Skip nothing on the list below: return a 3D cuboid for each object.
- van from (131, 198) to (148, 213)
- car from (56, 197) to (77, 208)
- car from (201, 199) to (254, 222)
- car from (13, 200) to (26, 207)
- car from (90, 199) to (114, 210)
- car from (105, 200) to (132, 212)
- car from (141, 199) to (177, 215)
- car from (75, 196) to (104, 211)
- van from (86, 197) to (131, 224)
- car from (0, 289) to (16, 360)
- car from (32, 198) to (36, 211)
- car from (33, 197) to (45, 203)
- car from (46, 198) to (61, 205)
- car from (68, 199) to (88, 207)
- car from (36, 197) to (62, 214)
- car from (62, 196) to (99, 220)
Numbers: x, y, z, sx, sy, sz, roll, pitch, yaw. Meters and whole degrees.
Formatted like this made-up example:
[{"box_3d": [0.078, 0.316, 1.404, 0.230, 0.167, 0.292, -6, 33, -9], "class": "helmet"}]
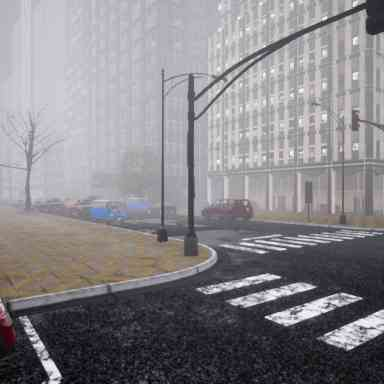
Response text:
[{"box_3d": [-6.676, 1.590, 40.550, 1.690, 1.788, 3.998, 0, 0, -36], "class": "van"}, {"box_3d": [-20.795, 1.725, 55.187, 2.097, 1.767, 4.553, 0, 0, -36], "class": "car"}, {"box_3d": [2.878, 1.458, 27.581, 2.192, 1.841, 5.009, 0, 0, -36], "class": "car"}, {"box_3d": [-30.324, 1.997, 58.519, 1.802, 1.307, 4.206, 0, 0, -36], "class": "car"}, {"box_3d": [-13.535, 1.848, 49.861, 1.752, 1.417, 4.829, 0, 0, -36], "class": "car"}, {"box_3d": [-10.054, 1.852, 45.137, 1.947, 1.339, 4.313, 0, 0, -36], "class": "car"}, {"box_3d": [-3.295, 1.763, 35.962, 2.008, 1.369, 4.403, 0, 0, -36], "class": "car"}, {"box_3d": [-14.490, 1.527, 46.701, 2.150, 2.045, 5.566, 0, 0, -36], "class": "car"}, {"box_3d": [-6.668, 1.501, 26.410, 1.690, 1.788, 3.998, 0, 0, -36], "class": "van"}, {"box_3d": [-4.268, 1.440, 3.513, 4.097, 1.590, 1.967, 0, 0, -36], "class": "car"}, {"box_3d": [-20.186, 1.748, 44.758, 1.967, 1.590, 4.097, 0, 0, -36], "class": "car"}, {"box_3d": [-39.091, 2.068, 85.077, 1.882, 1.535, 5.008, 0, 0, -36], "class": "car"}, {"box_3d": [-30.333, 2.065, 72.660, 1.947, 1.339, 4.313, 0, 0, -36], "class": "car"}, {"box_3d": [-20.193, 1.944, 58.898, 2.008, 1.369, 4.403, 0, 0, -36], "class": "car"}, {"box_3d": [-16.807, 1.587, 40.171, 2.192, 1.841, 5.009, 0, 0, -36], "class": "car"}, {"box_3d": [-10.047, 1.513, 30.996, 2.192, 1.841, 5.009, 0, 0, -36], "class": "car"}]
